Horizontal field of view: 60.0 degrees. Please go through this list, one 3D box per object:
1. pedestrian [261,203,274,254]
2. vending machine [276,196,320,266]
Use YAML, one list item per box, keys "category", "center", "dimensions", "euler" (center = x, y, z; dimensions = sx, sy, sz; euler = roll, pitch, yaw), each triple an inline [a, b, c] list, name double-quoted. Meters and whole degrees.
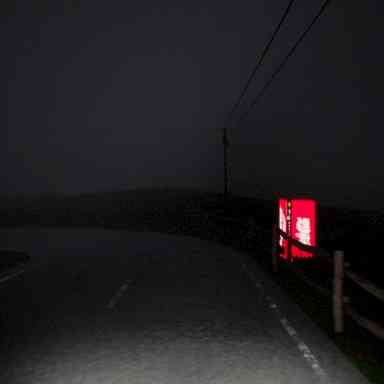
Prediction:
- category: "pedestrian"
  center: [2.704, 1.293, 12.055]
  dimensions: [0.375, 1.860, 0.375]
  euler: [0, 0, -10]
- category: "vending machine"
  center: [3.347, 1.194, 10.583]
  dimensions: [1.100, 2.100, 0.880]
  euler: [0, 0, -1]
